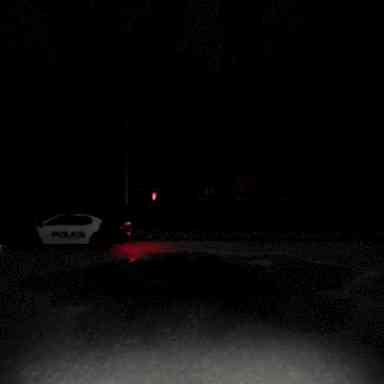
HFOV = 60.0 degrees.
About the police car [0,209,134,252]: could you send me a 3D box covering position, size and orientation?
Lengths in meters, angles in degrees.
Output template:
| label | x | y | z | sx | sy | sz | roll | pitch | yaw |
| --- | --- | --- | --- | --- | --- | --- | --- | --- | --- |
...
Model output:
| label | x | y | z | sx | sy | sz | roll | pitch | yaw |
| --- | --- | --- | --- | --- | --- | --- | --- | --- | --- |
| police car | -4.918 | 1.509 | 13.308 | 4.974 | 1.542 | 2.038 | 0 | 0 | 0 |
